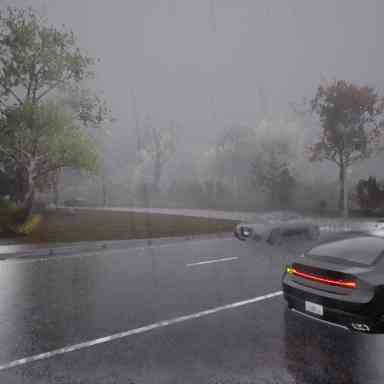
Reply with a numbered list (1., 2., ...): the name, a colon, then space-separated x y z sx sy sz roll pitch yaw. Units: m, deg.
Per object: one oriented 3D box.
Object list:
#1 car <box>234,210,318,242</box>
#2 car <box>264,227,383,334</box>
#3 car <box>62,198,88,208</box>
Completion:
1. car: 3.951 1.564 15.336 4.181 1.385 1.994 0 0 -35
2. car: 3.812 1.505 6.438 4.892 1.490 1.837 0 0 -36
3. car: -18.977 1.695 53.701 5.008 1.535 1.882 -1 -1 35
